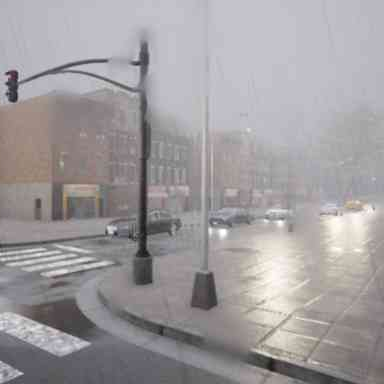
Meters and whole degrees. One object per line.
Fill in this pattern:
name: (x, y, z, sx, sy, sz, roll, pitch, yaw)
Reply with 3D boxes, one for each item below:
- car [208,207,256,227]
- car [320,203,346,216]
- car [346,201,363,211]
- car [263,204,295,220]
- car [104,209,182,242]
car: (3.208, 1.911, 26.199, 2.033, 1.411, 5.357, 1, 0, 35)
car: (16.929, 2.107, 40.294, 1.812, 1.442, 4.674, 1, 0, 35)
car: (25.457, 2.073, 52.164, 1.882, 1.535, 5.008, 1, 1, 36)
car: (9.194, 2.010, 34.529, 1.812, 1.442, 4.674, 1, 0, 36)
car: (-2.535, 1.726, 18.182, 2.128, 1.511, 4.902, 1, 0, 36)
